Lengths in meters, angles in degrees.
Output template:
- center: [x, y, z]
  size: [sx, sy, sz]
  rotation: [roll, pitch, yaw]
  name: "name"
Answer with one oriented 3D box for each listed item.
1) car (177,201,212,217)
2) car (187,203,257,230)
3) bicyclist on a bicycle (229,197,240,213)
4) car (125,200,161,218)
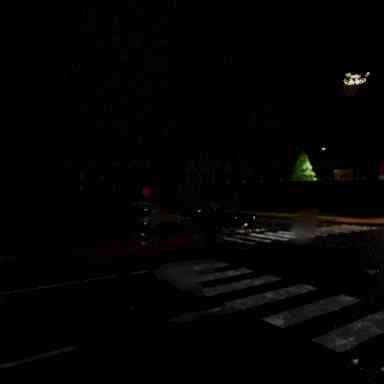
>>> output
- center: [0.769, 1.540, 29.389]
  size: [2.033, 1.411, 5.357]
  rotation: [0, 0, -36]
  name: "car"
- center: [1.919, 1.591, 21.221]
  size: [1.895, 1.301, 4.718]
  rotation: [0, 0, -34]
  name: "car"
- center: [4.239, 1.299, 33.580]
  size: [1.656, 1.620, 0.582]
  rotation: [0, 0, -35]
  name: "bicyclist on a bicycle"
- center: [-4.575, 1.516, 30.513]
  size: [1.812, 1.442, 4.674]
  rotation: [0, 0, -35]
  name: "car"
